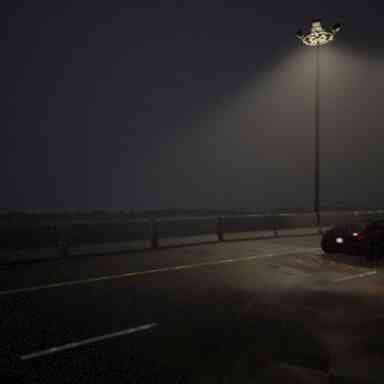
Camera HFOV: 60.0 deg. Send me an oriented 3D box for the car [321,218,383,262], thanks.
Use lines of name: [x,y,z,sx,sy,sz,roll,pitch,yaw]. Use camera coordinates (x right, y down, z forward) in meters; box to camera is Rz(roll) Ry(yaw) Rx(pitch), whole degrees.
car: [6.909,1.691,12.710,4.181,1.385,1.994,1,0,-31]
